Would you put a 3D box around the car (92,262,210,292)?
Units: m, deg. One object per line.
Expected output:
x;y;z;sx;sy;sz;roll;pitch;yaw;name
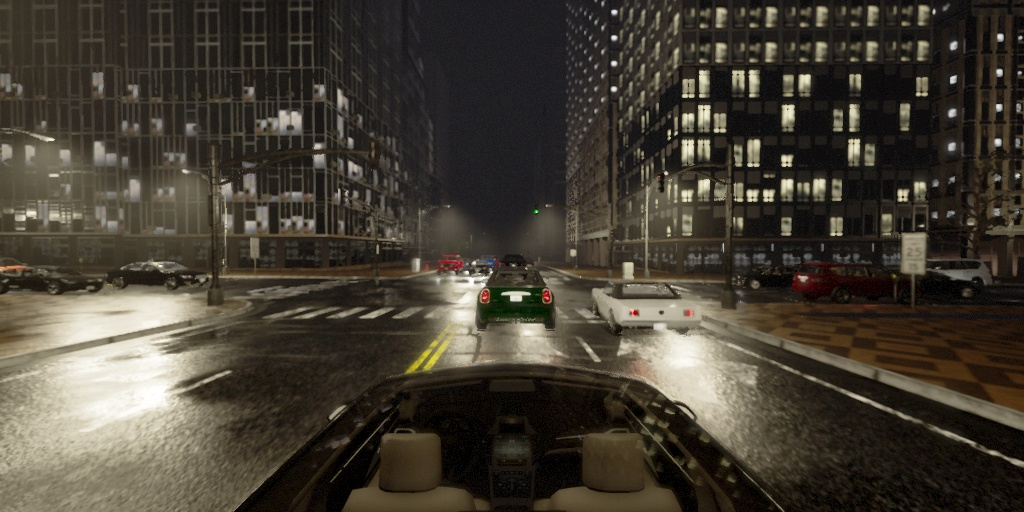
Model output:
-19.807;1.078;20.171;4.902;1.511;2.128;1;1;1;car

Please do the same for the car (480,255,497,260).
-3.317;0.904;47.363;2.150;2.045;5.566;0;0;0;car

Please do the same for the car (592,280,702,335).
3.561;1.343;10.468;1.895;1.301;4.718;0;0;4;car

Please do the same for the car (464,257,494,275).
-3.339;1.192;37.201;2.128;1.511;4.902;0;0;0;car

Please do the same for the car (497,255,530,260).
0.117;0.917;30.954;2.150;2.045;5.566;0;-1;0;car

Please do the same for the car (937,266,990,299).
22.118;1.464;19.496;4.892;1.490;1.837;1;1;1;car

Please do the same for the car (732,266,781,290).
16.351;1.360;22.762;4.892;1.490;1.837;1;1;1;car

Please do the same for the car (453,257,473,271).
-6.555;1.033;48.331;2.097;1.767;4.553;0;0;0;car

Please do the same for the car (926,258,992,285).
26.427;1.166;22.587;5.566;2.045;2.150;1;1;1;car

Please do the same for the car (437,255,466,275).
-6.593;0.920;38.733;2.150;2.045;5.566;0;0;0;car

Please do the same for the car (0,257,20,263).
-29.425;0.851;20.367;4.553;1.767;2.097;1;1;1;car

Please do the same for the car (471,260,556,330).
0.104;1.109;11.167;2.097;1.767;4.553;0;-1;0;car

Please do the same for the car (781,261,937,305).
16.196;1.266;16.991;5.009;1.841;2.192;0;0;1;car

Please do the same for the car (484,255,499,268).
-3.242;0.884;58.064;2.150;2.045;5.566;0;0;0;car

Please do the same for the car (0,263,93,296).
-22.729;1.171;17.524;4.313;1.339;1.948;0;0;1;car
